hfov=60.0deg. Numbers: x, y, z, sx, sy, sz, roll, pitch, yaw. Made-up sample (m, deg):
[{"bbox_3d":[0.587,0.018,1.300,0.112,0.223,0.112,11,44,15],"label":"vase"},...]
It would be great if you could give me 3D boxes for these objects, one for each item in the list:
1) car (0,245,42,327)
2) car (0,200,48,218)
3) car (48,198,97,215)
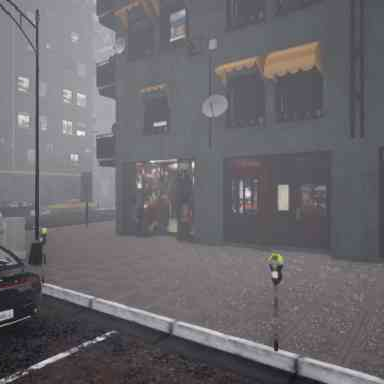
[{"bbox_3d":[-4.487,1.551,6.062,4.403,1.369,2.008,0,0,35],"label":"car"},{"bbox_3d":[-14.076,1.350,26.060,2.008,1.369,4.403,1,1,35],"label":"car"},{"bbox_3d":[-10.992,1.250,30.489,1.752,1.417,4.829,1,1,35],"label":"car"}]
